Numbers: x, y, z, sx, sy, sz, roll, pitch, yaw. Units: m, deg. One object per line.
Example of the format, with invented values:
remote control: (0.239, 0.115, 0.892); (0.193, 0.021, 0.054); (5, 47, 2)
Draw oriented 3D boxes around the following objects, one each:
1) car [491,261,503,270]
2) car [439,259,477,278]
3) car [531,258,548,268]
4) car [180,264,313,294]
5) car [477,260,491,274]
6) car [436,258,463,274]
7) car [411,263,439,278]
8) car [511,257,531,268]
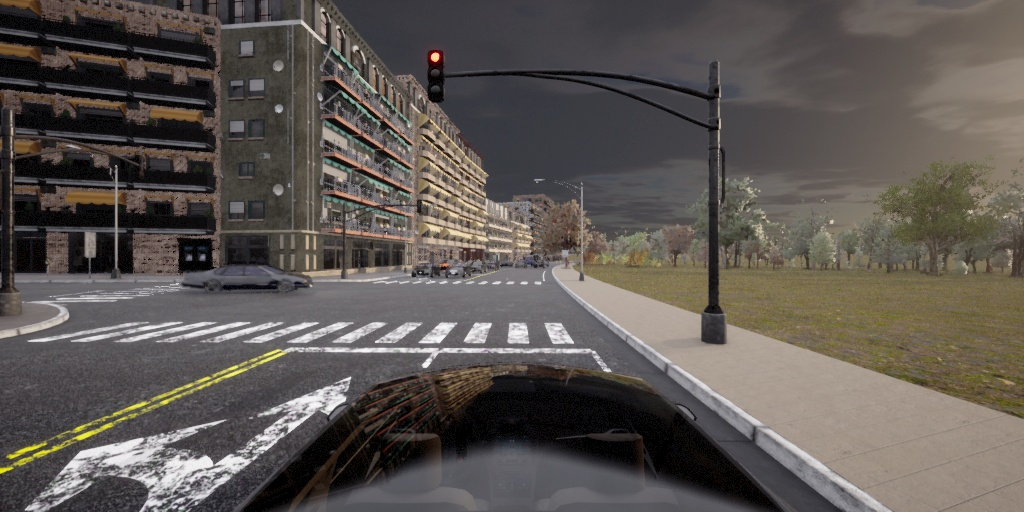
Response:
car: (-3.114, 1.449, 54.176); (1.994, 1.385, 4.181); (0, 0, 7)
car: (-5.131, 1.301, 34.976); (2.128, 1.511, 4.902); (0, 0, 5)
car: (5.019, 1.447, 64.915); (1.837, 1.490, 4.892); (0, 0, 9)
car: (-13.321, 1.142, 18.388); (5.357, 1.411, 2.033); (2, 0, -19)
car: (-4.267, 1.350, 44.279); (1.837, 1.490, 4.892); (0, 0, 6)
car: (-7.579, 1.195, 43.767); (2.097, 1.767, 4.553); (0, 0, 6)
car: (-8.361, 1.374, 35.347); (1.994, 1.385, 4.181); (0, 0, 5)
car: (1.739, 1.432, 64.969); (2.128, 1.511, 4.902); (0, 0, 9)
